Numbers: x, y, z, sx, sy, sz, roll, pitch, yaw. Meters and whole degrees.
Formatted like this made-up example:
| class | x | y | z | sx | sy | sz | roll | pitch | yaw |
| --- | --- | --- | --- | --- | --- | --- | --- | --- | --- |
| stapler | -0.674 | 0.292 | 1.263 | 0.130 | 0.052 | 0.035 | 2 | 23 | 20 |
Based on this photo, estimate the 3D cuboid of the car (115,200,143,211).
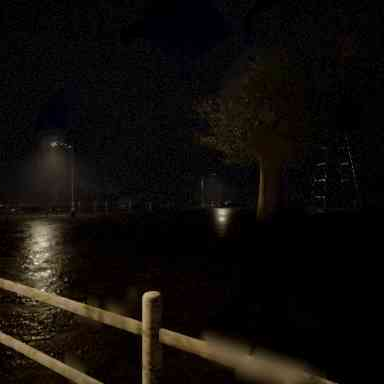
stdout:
| class | x | y | z | sx | sy | sz | roll | pitch | yaw |
| --- | --- | --- | --- | --- | --- | --- | --- | --- | --- |
| car | -9.716 | 2.075 | 51.534 | 2.097 | 1.767 | 4.553 | -2 | -2 | 36 |

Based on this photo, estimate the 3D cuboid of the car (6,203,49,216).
| class | x | y | z | sx | sy | sz | roll | pitch | yaw |
| --- | --- | --- | --- | --- | --- | --- | --- | --- | --- |
| car | -19.006 | 1.981 | 38.593 | 1.812 | 1.442 | 4.674 | -2 | -2 | 36 |

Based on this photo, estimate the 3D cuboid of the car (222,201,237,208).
| class | x | y | z | sx | sy | sz | roll | pitch | yaw |
| --- | --- | --- | --- | --- | --- | --- | --- | --- | --- |
| car | 7.694 | 2.631 | 69.465 | 1.994 | 1.385 | 4.181 | -2 | -2 | 36 |
